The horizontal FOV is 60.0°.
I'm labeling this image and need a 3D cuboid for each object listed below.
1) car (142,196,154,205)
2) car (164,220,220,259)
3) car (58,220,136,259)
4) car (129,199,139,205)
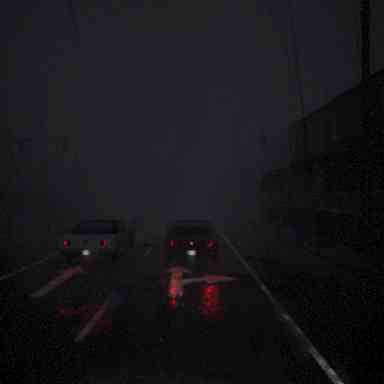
[{"bbox_3d":[-10.548,2.098,80.266,2.150,2.045,5.566,0,-1,0],"label":"car"},{"bbox_3d":[0.005,1.746,13.234,1.895,1.301,4.718,0,-1,0],"label":"car"},{"bbox_3d":[-3.495,1.746,13.226,1.895,1.301,4.718,0,-1,0],"label":"car"},{"bbox_3d":[-14.048,2.373,80.291,1.837,1.490,4.892,0,-1,0],"label":"car"}]
